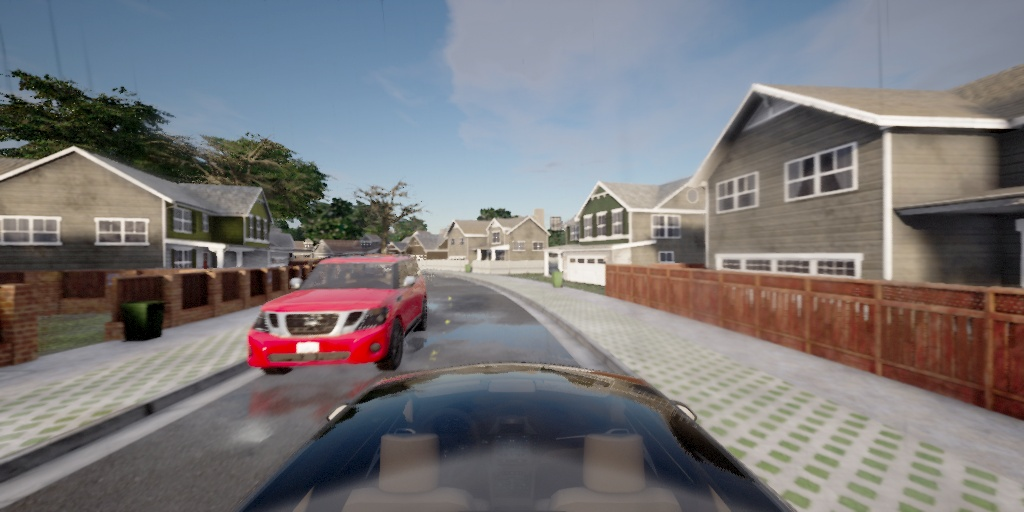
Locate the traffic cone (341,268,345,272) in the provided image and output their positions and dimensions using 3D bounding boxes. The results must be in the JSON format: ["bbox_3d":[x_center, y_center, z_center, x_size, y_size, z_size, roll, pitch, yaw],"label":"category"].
[{"bbox_3d":[-26.183,1.874,55.716,0.340,0.580,0.340,0,0,-44],"label":"traffic cone"}]

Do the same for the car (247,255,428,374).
[{"bbox_3d":[-3.263,0.996,8.040,2.150,2.045,5.566,0,0,-5],"label":"car"}]

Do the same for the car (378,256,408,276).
[{"bbox_3d":[-13.547,1.059,40.507,2.150,2.045,5.566,0,0,-30],"label":"car"}]
